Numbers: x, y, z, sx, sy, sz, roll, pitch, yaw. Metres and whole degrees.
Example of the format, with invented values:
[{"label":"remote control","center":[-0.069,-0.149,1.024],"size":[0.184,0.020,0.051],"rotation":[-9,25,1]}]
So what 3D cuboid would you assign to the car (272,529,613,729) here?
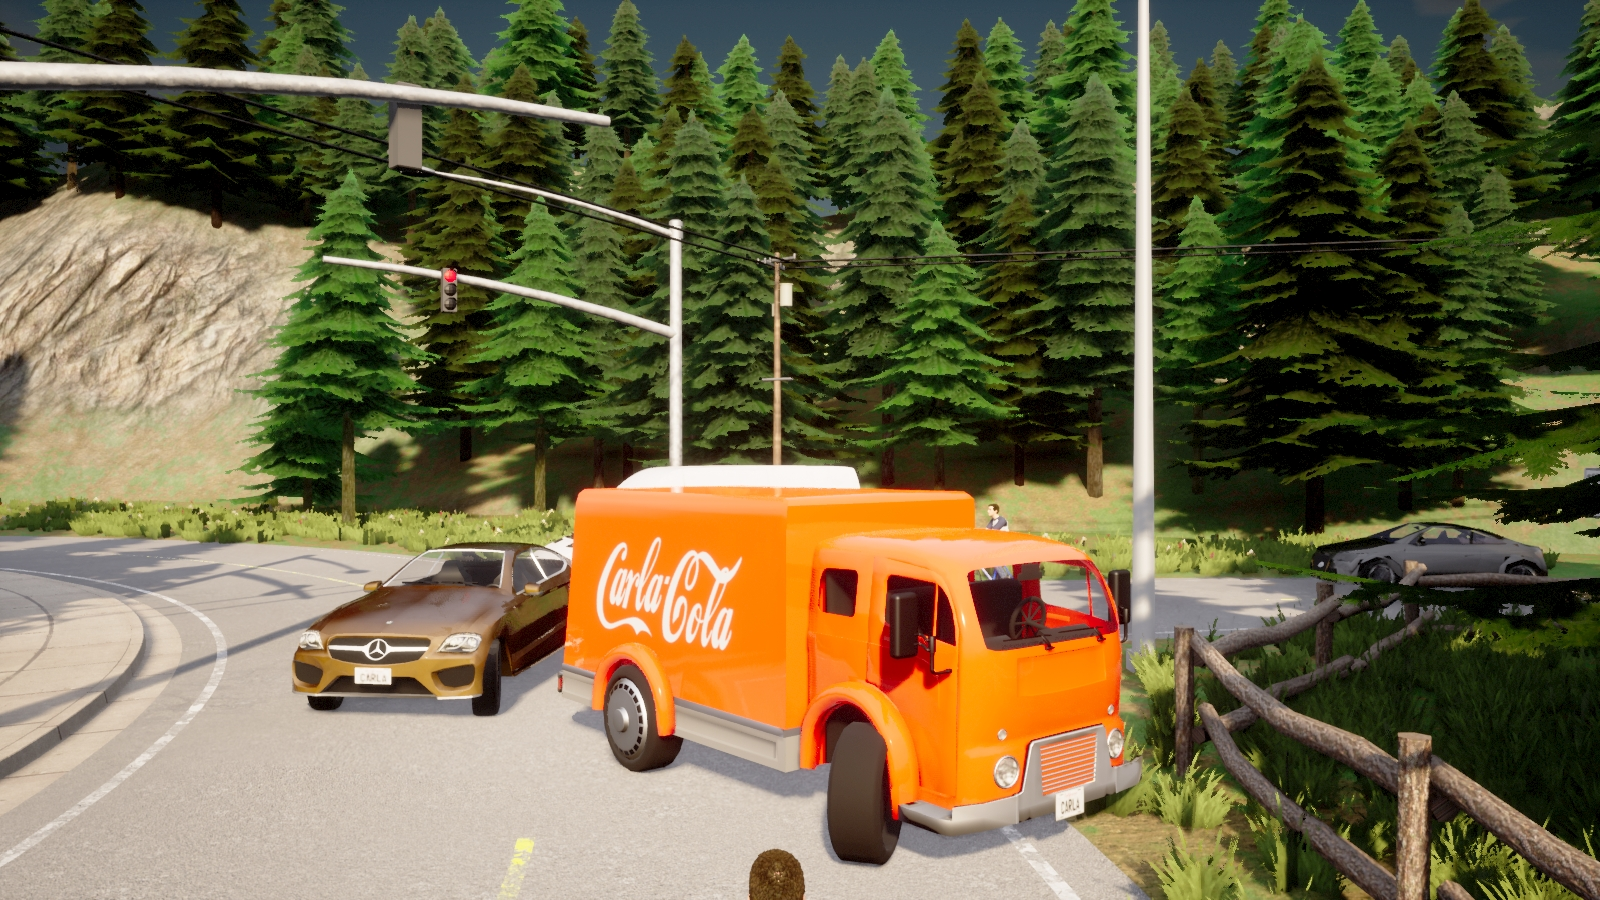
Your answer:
[{"label":"car","center":[-4.038,1.970,14.038],"size":[2.152,1.651,5.027],"rotation":[0,0,6]}]

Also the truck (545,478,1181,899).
[{"label":"truck","center":[0.202,1.542,9.769],"size":[2.627,2.467,5.204],"rotation":[0,0,-39]}]

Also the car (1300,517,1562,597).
[{"label":"car","center":[12.589,2.119,23.051],"size":[4.181,1.385,1.994],"rotation":[0,0,6]}]

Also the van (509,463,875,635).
[{"label":"van","center":[-1.776,1.528,19.549],"size":[5.915,2.561,1.988],"rotation":[0,0,-27]}]

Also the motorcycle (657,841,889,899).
[{"label":"motorcycle","center":[-0.074,2.159,3.526],"size":[0.803,1.199,2.033],"rotation":[0,0,-2]}]
